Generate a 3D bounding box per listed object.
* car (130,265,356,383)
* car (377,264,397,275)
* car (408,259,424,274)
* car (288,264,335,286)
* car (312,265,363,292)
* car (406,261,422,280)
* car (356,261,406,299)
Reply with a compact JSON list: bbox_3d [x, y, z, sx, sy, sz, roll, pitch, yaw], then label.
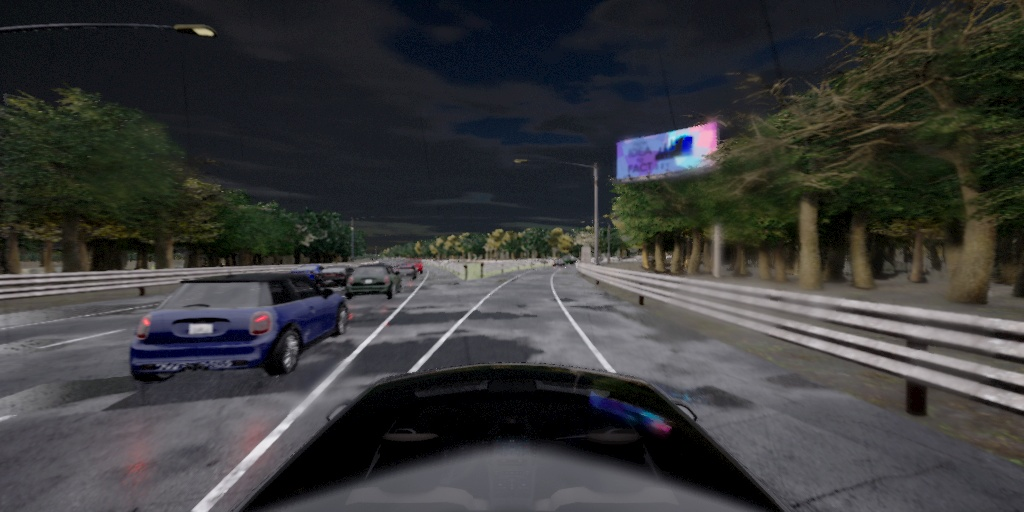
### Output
[{"bbox_3d":[-5.017,1.121,7.459,2.097,1.767,4.553,0,0,-10],"label":"car"},{"bbox_3d":[-16.095,1.739,46.277,1.895,1.301,4.718,0,-1,-13],"label":"car"},{"bbox_3d":[-13.193,1.376,48.838,2.150,2.045,5.566,0,-1,-13],"label":"car"},{"bbox_3d":[-16.039,1.444,28.947,1.882,1.535,5.008,0,0,-11],"label":"car"},{"bbox_3d":[-11.491,1.387,23.994,1.882,1.535,5.008,0,0,-11],"label":"car"},{"bbox_3d":[-10.236,1.500,35.092,2.128,1.511,4.902,0,-1,-12],"label":"car"},{"bbox_3d":[-7.047,1.207,18.775,2.097,1.767,4.553,0,0,-10],"label":"car"}]
